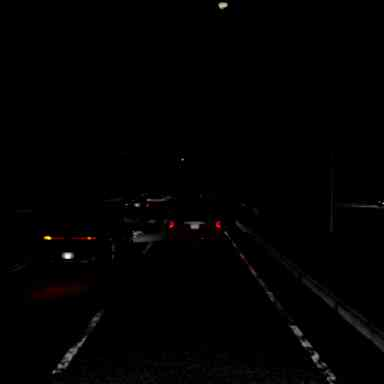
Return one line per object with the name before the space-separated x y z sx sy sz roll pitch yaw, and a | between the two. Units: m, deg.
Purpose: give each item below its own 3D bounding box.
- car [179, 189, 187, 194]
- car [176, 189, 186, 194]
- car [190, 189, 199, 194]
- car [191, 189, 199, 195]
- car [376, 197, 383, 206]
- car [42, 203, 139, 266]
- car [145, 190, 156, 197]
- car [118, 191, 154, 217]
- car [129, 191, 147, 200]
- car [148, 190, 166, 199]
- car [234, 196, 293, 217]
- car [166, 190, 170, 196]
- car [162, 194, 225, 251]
car | -2.502 -0.154 90.595 1.882 1.535 5.008 0 1 1
car | -2.673 0.001 80.532 2.097 1.767 4.553 0 1 1
car | 0.570 0.154 80.127 1.837 1.490 4.892 0 1 1
car | 0.747 -0.105 90.541 2.128 1.511 4.902 0 1 1
car | 22.461 0.871 36.233 4.181 1.385 1.994 0 2 3
car | -3.151 1.326 10.854 1.837 1.490 4.892 0 1 0
car | -9.272 0.250 74.791 1.837 1.490 4.892 0 1 1
car | -4.716 1.002 26.486 2.097 1.767 4.553 -1 1 -19
car | -9.568 0.563 59.386 2.033 1.411 5.357 0 1 2
car | -6.323 0.541 59.474 1.812 1.442 4.674 0 1 2
car | 5.793 1.110 26.775 5.008 1.535 1.882 -1 0 -22
car | -6.028 0.281 74.459 1.812 1.442 4.674 0 1 1
car | 0.098 1.136 13.200 2.097 1.767 4.553 0 1 0
